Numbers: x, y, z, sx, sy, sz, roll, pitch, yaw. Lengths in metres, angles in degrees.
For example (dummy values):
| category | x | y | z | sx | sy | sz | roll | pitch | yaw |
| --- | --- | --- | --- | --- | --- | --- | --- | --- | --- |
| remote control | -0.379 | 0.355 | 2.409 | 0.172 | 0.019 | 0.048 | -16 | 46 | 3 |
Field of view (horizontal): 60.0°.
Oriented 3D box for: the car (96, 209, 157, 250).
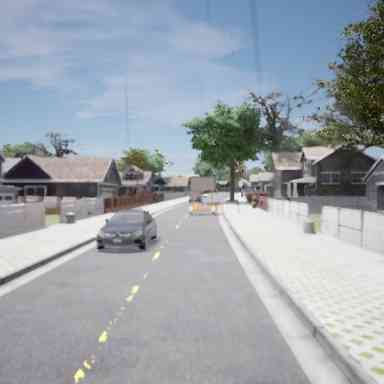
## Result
| category | x | y | z | sx | sy | sz | roll | pitch | yaw |
| --- | --- | --- | --- | --- | --- | --- | --- | --- | --- |
| car | -2.590 | 1.466 | 14.168 | 1.812 | 1.442 | 4.674 | 0 | 0 | 2 |

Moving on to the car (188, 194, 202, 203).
| category | x | y | z | sx | sy | sz | roll | pitch | yaw |
| --- | --- | --- | --- | --- | --- | --- | --- | --- | --- |
| car | 0.552 | 1.068 | 56.591 | 2.128 | 1.511 | 4.902 | 0 | 1 | 7 |

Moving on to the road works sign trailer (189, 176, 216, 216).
| category | x | y | z | sx | sy | sz | roll | pitch | yaw |
| --- | --- | --- | --- | --- | --- | --- | --- | --- | --- |
| road works sign trailer | 0.968 | 0.291 | 30.462 | 2.380 | 3.560 | 2.880 | 0 | 0 | 4 |
